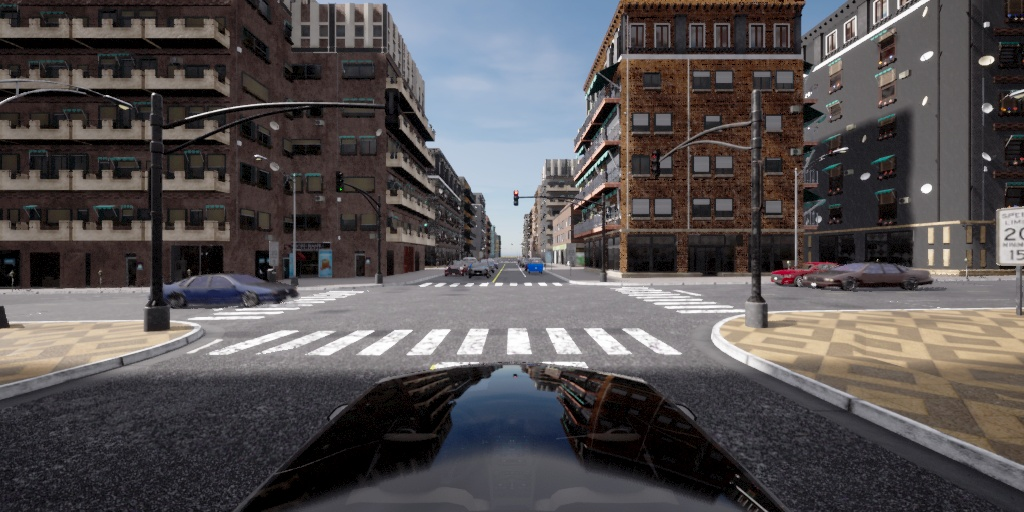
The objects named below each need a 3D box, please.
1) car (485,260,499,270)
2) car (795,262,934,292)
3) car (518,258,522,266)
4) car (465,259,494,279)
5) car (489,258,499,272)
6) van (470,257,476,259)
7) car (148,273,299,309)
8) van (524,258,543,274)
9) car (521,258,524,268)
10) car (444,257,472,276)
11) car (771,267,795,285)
[{"bbox_3d":[-2.958,1.337,53.364,1.895,1.301,4.718,0,0,0],"label":"car"},{"bbox_3d":[18.099,1.029,18.351,5.357,1.411,2.033,-1,0,0],"label":"car"},{"bbox_3d":[2.434,1.300,58.227,1.948,1.339,4.313,0,0,0],"label":"car"},{"bbox_3d":[-2.921,1.248,33.172,1.837,1.490,4.892,0,0,0],"label":"car"},{"bbox_3d":[-2.951,1.287,43.073,2.033,1.411,5.357,0,0,-1],"label":"car"},{"bbox_3d":[-5.517,1.079,47.046,1.690,1.789,3.998,0,0,0],"label":"van"},{"bbox_3d":[-12.266,1.446,15.416,5.357,1.411,2.033,-1,0,0],"label":"car"},{"bbox_3d":[2.602,1.081,40.861,1.690,1.789,3.998,0,0,0],"label":"van"},{"bbox_3d":[2.552,1.283,47.065,1.888,1.381,4.507,0,0,0],"label":"car"},{"bbox_3d":[-5.525,1.182,35.882,1.967,1.591,4.097,0,0,0],"label":"car"},{"bbox_3d":[17.555,1.033,20.814,4.507,1.381,1.888,0,0,0],"label":"car"}]
